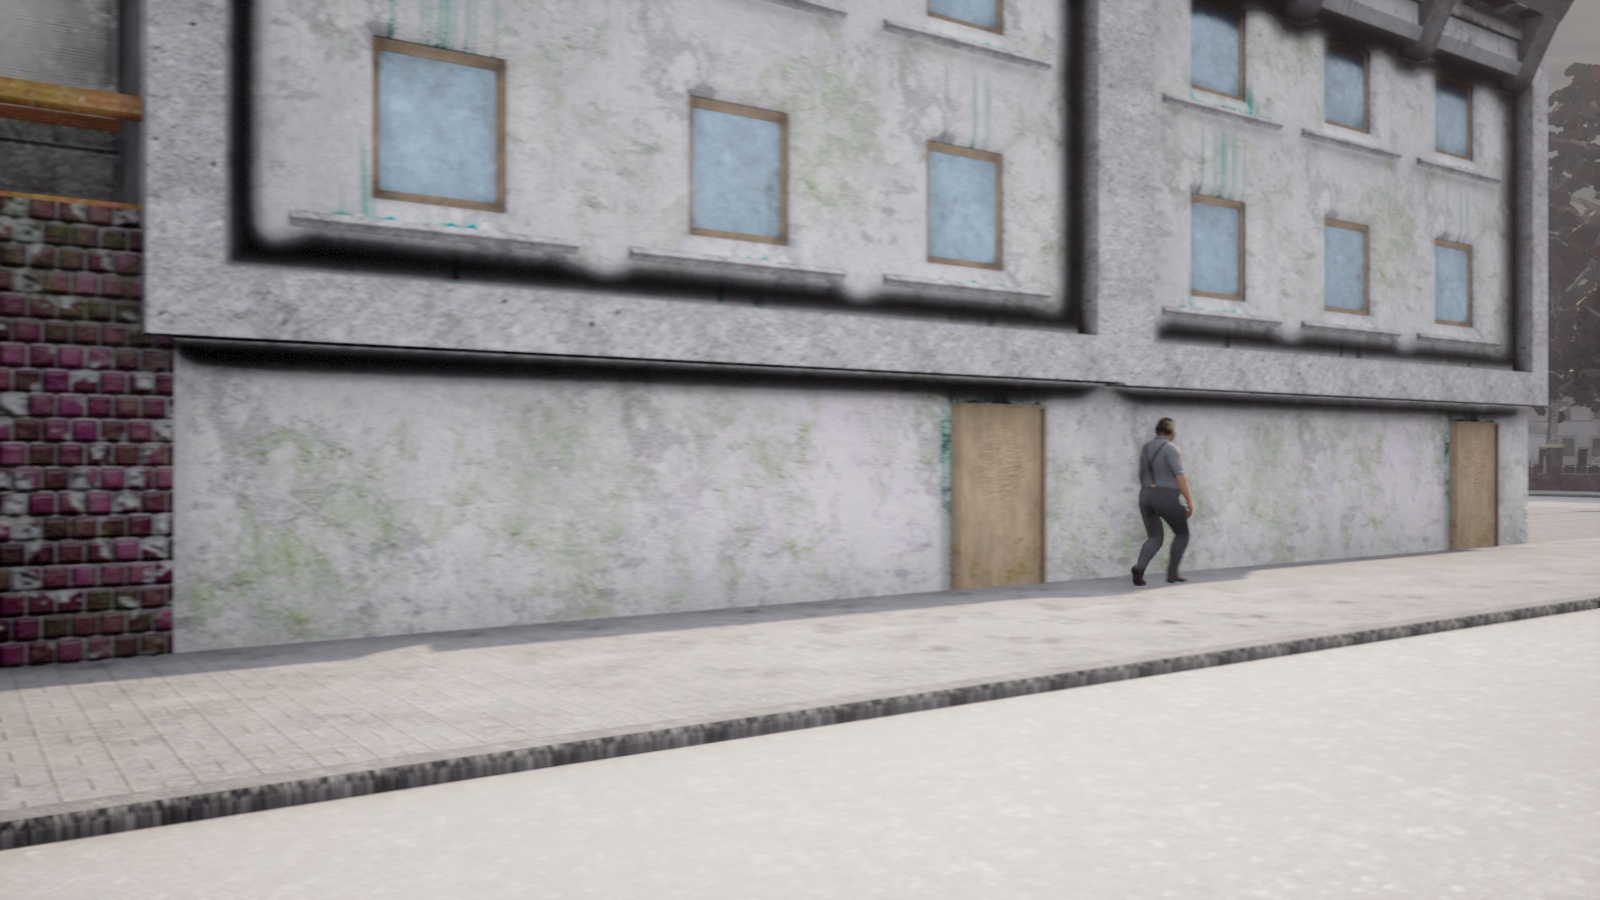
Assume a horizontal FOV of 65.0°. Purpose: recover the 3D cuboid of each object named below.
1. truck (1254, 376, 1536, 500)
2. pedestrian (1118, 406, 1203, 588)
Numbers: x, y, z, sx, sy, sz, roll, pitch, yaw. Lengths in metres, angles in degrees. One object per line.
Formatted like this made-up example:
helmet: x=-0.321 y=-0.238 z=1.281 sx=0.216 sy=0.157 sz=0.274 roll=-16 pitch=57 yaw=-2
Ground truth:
truck: x=20.200 y=-0.356 z=43.269 sx=2.891 sy=3.827 sz=8.468 roll=0 pitch=0 yaw=-34
pedestrian: x=3.782 y=0.479 z=13.170 sx=0.694 sy=1.848 sz=0.540 roll=0 pitch=0 yaw=-35
